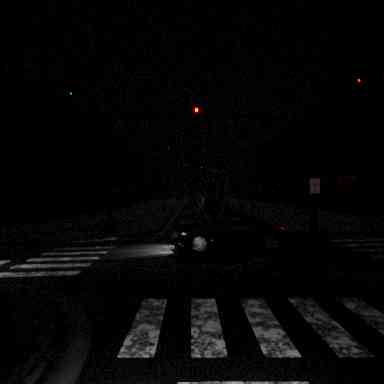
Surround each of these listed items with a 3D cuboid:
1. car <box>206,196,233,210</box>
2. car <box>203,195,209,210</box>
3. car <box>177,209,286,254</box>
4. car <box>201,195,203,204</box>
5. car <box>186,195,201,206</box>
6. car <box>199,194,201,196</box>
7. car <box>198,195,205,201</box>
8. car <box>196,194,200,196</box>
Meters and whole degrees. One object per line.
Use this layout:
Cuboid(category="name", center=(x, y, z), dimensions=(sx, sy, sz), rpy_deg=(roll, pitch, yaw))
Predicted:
Cuboid(category="car", center=(2.623, 1.465, 29.901), dimensions=(1.967, 1.590, 4.097), rpy_deg=(-1, 0, 0))
Cuboid(category="car", center=(2.621, 1.350, 35.303), dimensions=(2.192, 1.841, 5.009), rpy_deg=(-1, 0, 0))
Cuboid(category="car", center=(1.497, 1.543, 13.062), dimensions=(4.181, 1.385, 1.994), rpy_deg=(-1, -1, 0))
Cuboid(category="car", center=(2.619, 1.362, 40.706), dimensions=(2.192, 1.841, 5.009), rpy_deg=(-1, 0, 0))
Cuboid(category="car", center=(0.049, 1.655, 56.135), dimensions=(1.994, 1.385, 4.181), rpy_deg=(0, 0, 0))
Cuboid(category="car", center=(2.973, 1.487, 68.072), dimensions=(2.097, 1.767, 4.553), rpy_deg=(0, 0, 0))
Cuboid(category="car", center=(2.607, 1.686, 94.730), dimensions=(1.967, 1.590, 4.097), rpy_deg=(-1, 0, 0))
Cuboid(category="car", center=(-0.014, 1.670, 65.377), dimensions=(2.033, 1.411, 5.357), rpy_deg=(0, 0, 0))
